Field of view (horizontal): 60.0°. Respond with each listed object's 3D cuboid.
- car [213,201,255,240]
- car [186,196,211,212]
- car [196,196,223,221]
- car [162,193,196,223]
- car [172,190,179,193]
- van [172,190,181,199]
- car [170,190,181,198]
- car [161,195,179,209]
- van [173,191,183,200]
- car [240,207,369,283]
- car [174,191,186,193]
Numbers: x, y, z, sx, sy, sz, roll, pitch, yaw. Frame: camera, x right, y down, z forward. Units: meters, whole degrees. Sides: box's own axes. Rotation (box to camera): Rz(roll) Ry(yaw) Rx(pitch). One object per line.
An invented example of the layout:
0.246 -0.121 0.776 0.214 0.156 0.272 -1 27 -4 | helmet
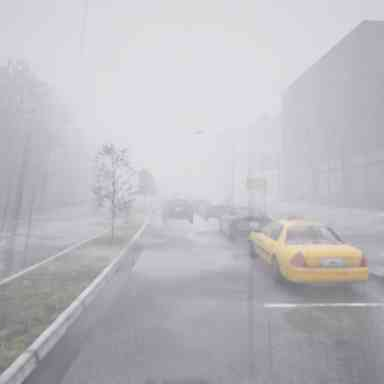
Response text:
2.539 1.426 16.522 2.163 1.488 4.792 0 0 -3 | car
0.662 1.265 37.026 2.231 1.521 4.892 0 0 -6 | car
1.764 1.340 26.089 2.097 1.535 5.008 0 0 -5 | car
-1.113 1.217 24.378 2.097 1.767 4.553 0 0 -5 | car
-2.123 0.776 64.650 2.435 2.045 5.566 0 1 -6 | car
-3.802 0.625 81.293 1.878 1.987 4.442 0 1 -6 | van
-4.351 0.535 86.723 2.435 2.045 5.566 0 1 -6 | car
-2.800 1.232 41.923 2.128 1.511 4.902 0 0 -6 | car
-3.246 0.687 75.774 1.878 1.987 4.442 0 1 -6 | van
2.877 1.429 9.489 1.946 1.575 5.366 0 0 -2 | car
-1.568 1.111 59.136 2.163 1.488 4.792 0 1 -6 | car
